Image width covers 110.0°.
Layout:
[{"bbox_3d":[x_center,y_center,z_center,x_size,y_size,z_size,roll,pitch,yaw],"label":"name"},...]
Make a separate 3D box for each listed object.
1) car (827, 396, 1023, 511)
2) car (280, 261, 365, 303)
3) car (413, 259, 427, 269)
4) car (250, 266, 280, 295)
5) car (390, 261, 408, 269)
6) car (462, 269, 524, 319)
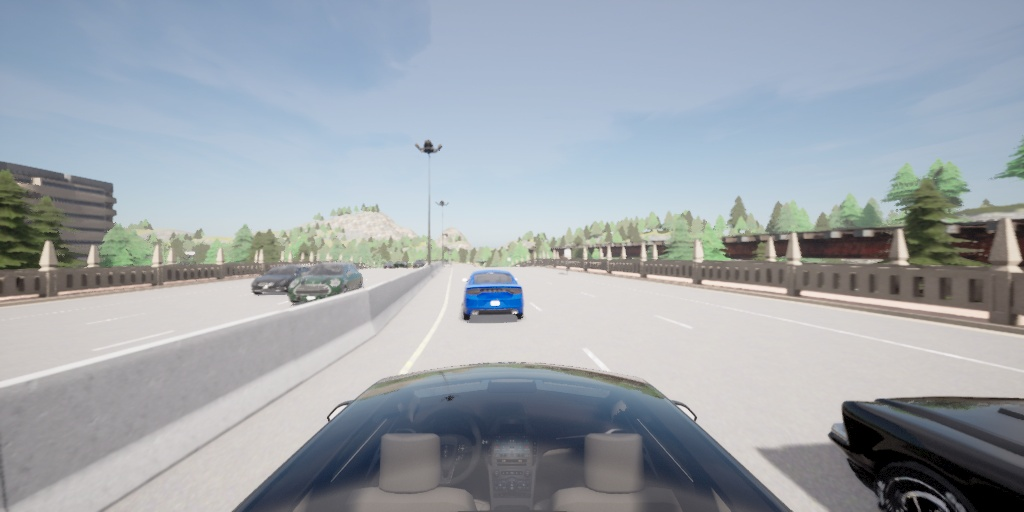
[{"bbox_3d":[3.490,1.339,0.723,1.895,1.301,4.718,0,0,0],"label":"car"},{"bbox_3d":[-8.479,1.122,16.772,2.097,1.767,4.553,0,0,-9],"label":"car"},{"bbox_3d":[-15.190,1.299,59.230,1.837,1.490,4.892,0,-1,-9],"label":"car"},{"bbox_3d":[-12.529,1.292,20.070,1.837,1.490,4.892,0,0,-9],"label":"car"},{"bbox_3d":[-19.092,1.491,61.608,1.895,1.301,4.718,0,-2,-9],"label":"car"},{"bbox_3d":[-0.757,1.213,12.820,1.882,1.535,5.008,0,0,-6],"label":"car"}]
